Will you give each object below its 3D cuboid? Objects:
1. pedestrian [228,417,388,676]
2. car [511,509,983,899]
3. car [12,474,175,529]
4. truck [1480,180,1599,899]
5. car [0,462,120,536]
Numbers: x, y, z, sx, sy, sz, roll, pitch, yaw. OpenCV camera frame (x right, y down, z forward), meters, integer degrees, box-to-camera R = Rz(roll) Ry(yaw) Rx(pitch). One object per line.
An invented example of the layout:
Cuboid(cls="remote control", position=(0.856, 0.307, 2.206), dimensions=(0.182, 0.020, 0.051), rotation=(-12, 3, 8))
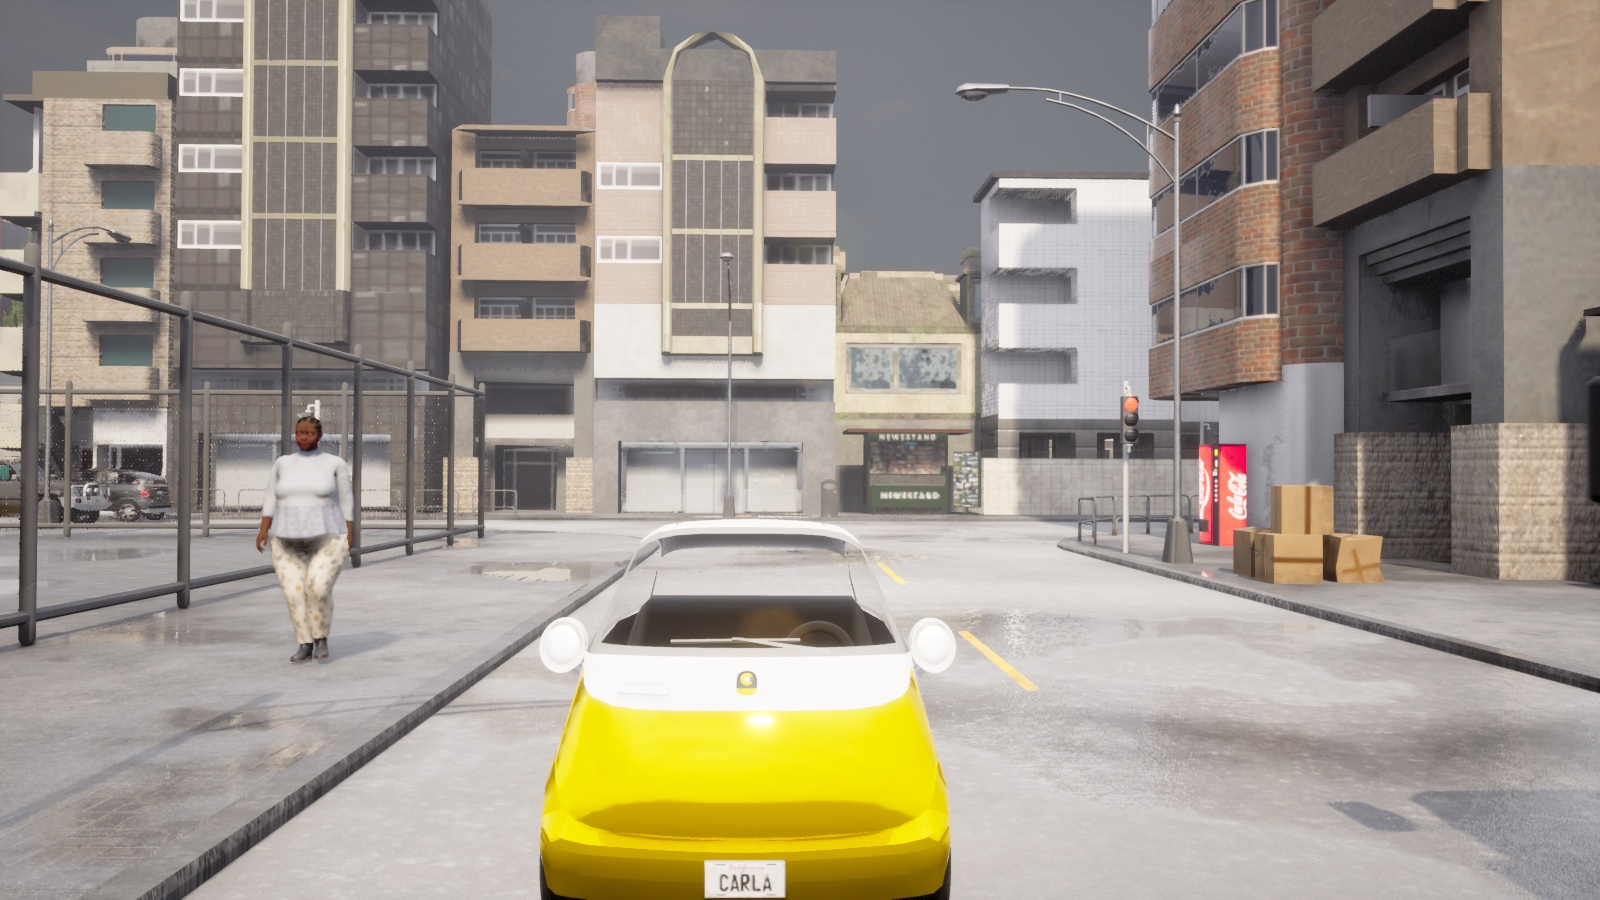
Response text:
Cuboid(cls="pedestrian", position=(-3.681, 0.698, 9.482), dimensions=(0.874, 1.855, 0.900), rotation=(0, -1, -2))
Cuboid(cls="car", position=(-0.190, 0.955, 5.061), dimensions=(1.481, 1.376, 2.207), rotation=(0, -1, -1))
Cuboid(cls="car", position=(-20.506, 1.491, 36.567), dimensions=(3.705, 1.549, 1.789), rotation=(0, -1, -2))
Cuboid(cls="truck", position=(3.883, 0.346, 2.021), dimensions=(2.627, 2.467, 5.204), rotation=(0, -1, -2))
Cuboid(cls="car", position=(-20.481, 1.259, 32.573), dimensions=(4.605, 1.855, 1.932), rotation=(0, -1, -1))
